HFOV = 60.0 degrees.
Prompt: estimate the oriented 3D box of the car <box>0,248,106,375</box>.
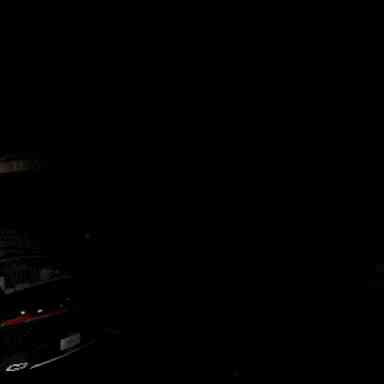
[{"bbox_3d":[-3.241,1.574,5.281,4.403,1.369,2.008,0,0,36],"label":"car"}]
